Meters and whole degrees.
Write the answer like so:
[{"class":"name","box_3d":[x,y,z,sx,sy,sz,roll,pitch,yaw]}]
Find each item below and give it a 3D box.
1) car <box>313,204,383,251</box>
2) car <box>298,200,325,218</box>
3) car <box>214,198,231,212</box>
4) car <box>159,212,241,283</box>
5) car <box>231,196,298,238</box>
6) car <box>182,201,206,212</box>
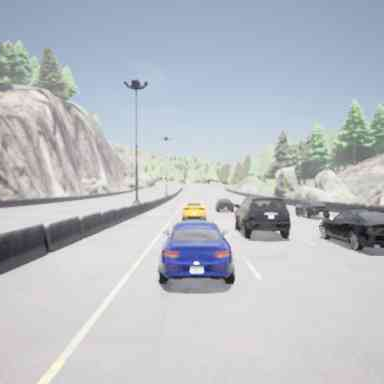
[{"class":"car","box_3d":[7.131,1.488,14.123,1.882,1.535,5.008,0,0,0]},{"class":"car","box_3d":[10.671,1.520,29.868,1.837,1.490,4.892,0,0,0]},{"class":"car","box_3d":[3.694,1.500,38.847,1.837,1.490,4.892,0,0,0]},{"class":"car","box_3d":[0.107,1.526,9.531,1.812,1.442,4.674,0,0,0]},{"class":"car","box_3d":[3.641,1.229,17.915,2.150,2.045,5.566,0,0,0]},{"class":"car","box_3d":[0.166,1.479,27.631,1.882,1.535,5.008,0,0,0]}]
